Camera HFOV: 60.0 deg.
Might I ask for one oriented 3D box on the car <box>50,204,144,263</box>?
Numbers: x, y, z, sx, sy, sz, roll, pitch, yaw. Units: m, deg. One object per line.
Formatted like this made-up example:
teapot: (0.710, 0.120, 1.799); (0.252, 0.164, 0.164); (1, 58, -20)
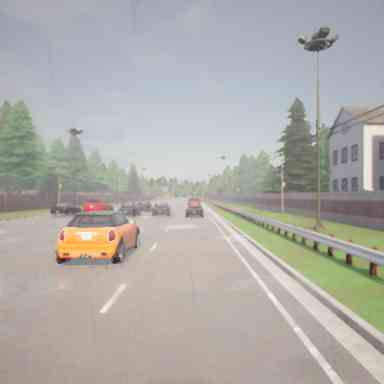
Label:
car: (-3.342, 1.496, 12.693); (2.097, 1.767, 4.553); (0, -1, 0)

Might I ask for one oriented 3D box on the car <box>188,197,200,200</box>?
car: (0.347, 1.803, 49.985); (2.150, 2.045, 5.566); (0, 0, 0)

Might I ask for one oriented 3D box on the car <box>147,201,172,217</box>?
car: (-3.314, 1.918, 37.096); (2.128, 1.511, 4.902); (0, -1, 0)

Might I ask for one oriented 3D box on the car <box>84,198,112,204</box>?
car: (-10.318, 1.637, 36.837); (2.150, 2.045, 5.566); (0, 0, 0)

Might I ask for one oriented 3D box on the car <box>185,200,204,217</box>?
car: (0.276, 1.910, 36.075); (2.128, 1.511, 4.902); (0, -1, 0)

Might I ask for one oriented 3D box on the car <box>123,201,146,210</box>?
car: (-6.820, 1.908, 36.636); (2.128, 1.511, 4.902); (0, -1, 0)

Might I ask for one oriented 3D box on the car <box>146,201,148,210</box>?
car: (-6.757, 2.039, 47.854); (2.128, 1.511, 4.902); (0, -1, 1)

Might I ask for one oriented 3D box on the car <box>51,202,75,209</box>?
car: (-13.820, 1.886, 36.672); (1.882, 1.535, 5.008); (0, -1, 0)
